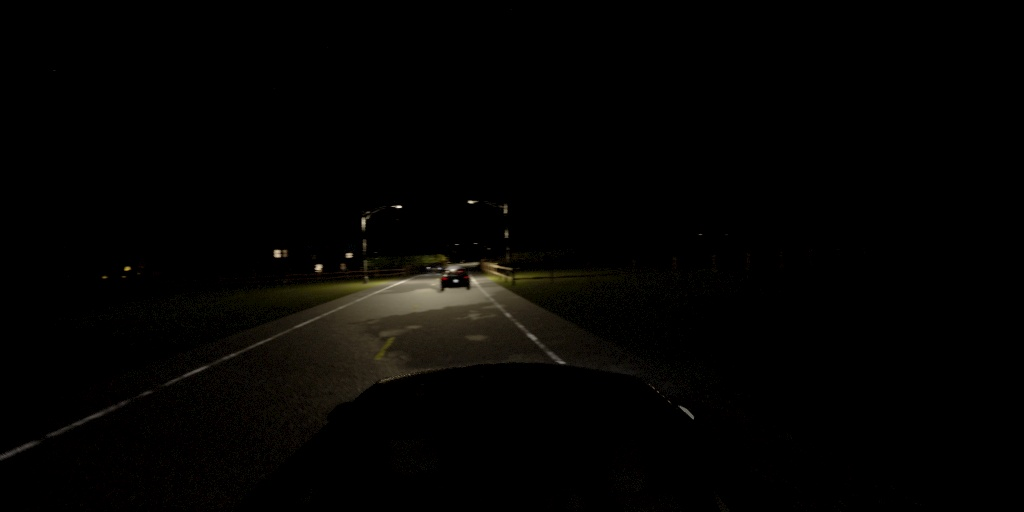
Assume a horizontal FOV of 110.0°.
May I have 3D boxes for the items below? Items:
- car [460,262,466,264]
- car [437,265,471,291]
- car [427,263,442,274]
[{"bbox_3d":[-6.189,1.701,39.192,2.033,1.411,5.357,-3,0,-8],"label":"car"},{"bbox_3d":[-3.889,1.571,24.795,1.994,1.385,4.181,-3,0,-9],"label":"car"},{"bbox_3d":[-11.741,1.795,54.569,2.097,1.767,4.553,-3,0,-7],"label":"car"}]
